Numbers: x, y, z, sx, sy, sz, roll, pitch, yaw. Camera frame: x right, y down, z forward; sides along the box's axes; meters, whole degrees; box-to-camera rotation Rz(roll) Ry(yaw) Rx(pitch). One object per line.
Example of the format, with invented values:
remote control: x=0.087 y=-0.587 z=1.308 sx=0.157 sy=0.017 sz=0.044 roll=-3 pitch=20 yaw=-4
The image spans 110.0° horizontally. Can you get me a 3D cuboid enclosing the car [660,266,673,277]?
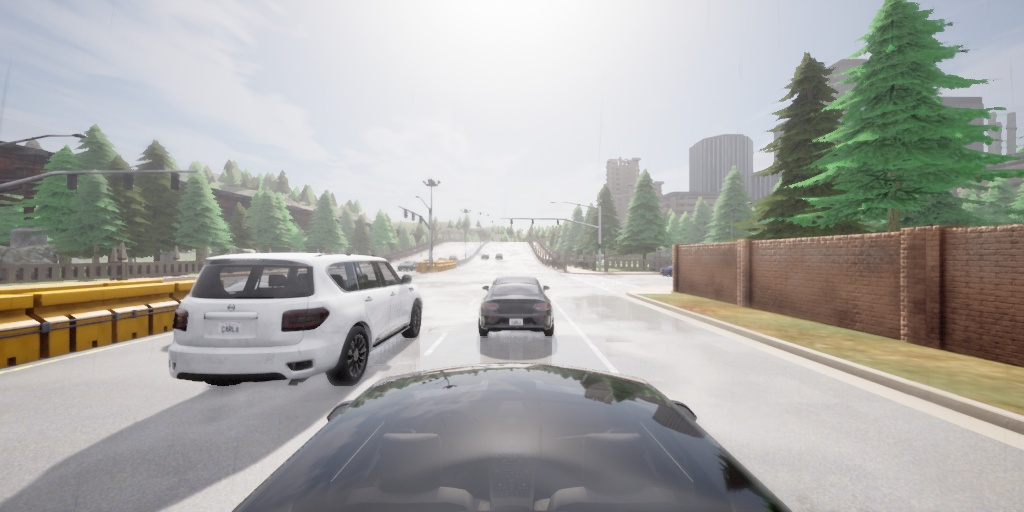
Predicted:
car: x=17.056 y=1.275 z=35.421 sx=4.674 sy=1.442 sz=1.812 roll=0 pitch=0 yaw=0

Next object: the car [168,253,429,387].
car: x=-3.415 y=0.971 z=7.070 sx=2.150 sy=2.045 sz=5.566 roll=0 pitch=0 yaw=1

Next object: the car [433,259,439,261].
car: x=-13.804 y=1.254 z=58.786 sx=1.837 sy=1.490 sz=4.892 roll=0 pitch=0 yaw=0

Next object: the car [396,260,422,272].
car: x=-13.863 y=1.297 z=48.578 sx=2.033 sy=1.411 sz=5.357 roll=0 pitch=0 yaw=0

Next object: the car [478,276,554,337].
car: x=0.117 y=1.276 z=10.139 sx=1.812 sy=1.442 sz=4.674 roll=0 pitch=0 yaw=1
